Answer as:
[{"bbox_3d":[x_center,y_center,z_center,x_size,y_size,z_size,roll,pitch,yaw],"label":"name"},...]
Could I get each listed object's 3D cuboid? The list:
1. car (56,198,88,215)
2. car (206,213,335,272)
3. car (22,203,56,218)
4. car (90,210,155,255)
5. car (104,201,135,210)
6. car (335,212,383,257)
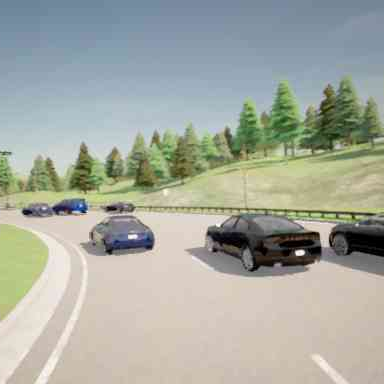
[{"bbox_3d":[-15.467,1.833,42.202,5.566,2.045,2.150,-2,0,42],"label":"car"},{"bbox_3d":[1.982,1.405,10.736,1.882,1.535,5.008,-1,0,-17],"label":"car"},{"bbox_3d":[-18.911,2.095,40.436,4.553,1.767,2.097,-2,0,42],"label":"car"},{"bbox_3d":[-3.112,1.689,14.329,1.994,1.385,4.181,-2,0,-26],"label":"car"},{"bbox_3d":[-8.907,1.850,40.542,2.128,1.511,4.902,-2,0,-44],"label":"car"},{"bbox_3d":[5.989,1.265,9.468,2.128,1.511,4.902,-2,0,-16],"label":"car"}]
